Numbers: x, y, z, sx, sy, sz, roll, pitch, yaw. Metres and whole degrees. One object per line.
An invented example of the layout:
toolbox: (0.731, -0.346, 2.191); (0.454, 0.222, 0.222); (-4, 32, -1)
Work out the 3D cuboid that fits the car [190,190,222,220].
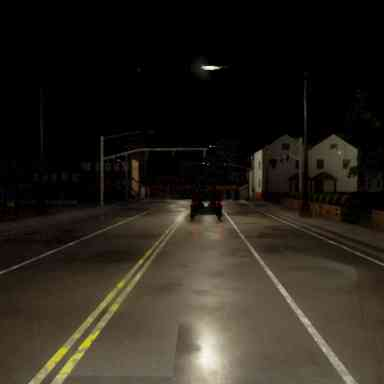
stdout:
car: (1.049, 0.897, 24.404); (2.150, 2.045, 5.566); (0, 1, 2)
